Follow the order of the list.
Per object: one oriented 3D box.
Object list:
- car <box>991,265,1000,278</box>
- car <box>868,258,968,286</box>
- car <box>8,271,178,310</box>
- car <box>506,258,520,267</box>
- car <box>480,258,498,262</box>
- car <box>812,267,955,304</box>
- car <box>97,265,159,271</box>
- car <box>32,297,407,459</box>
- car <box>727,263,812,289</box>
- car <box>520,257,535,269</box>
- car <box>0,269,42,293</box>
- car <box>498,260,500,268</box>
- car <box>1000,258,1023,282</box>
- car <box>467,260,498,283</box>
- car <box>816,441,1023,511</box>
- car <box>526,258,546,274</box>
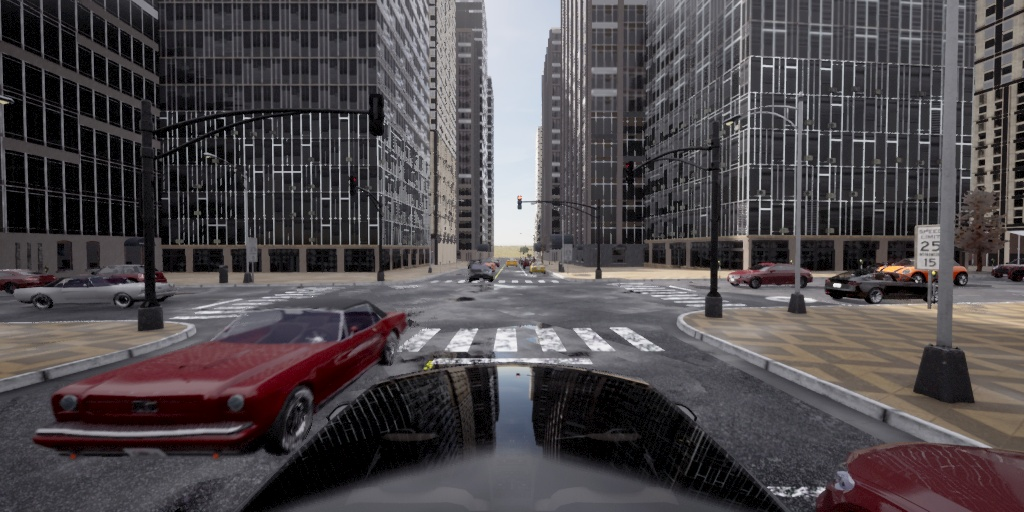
[{"bbox_3d":[37.693,0.865,26.122,4.097,1.591,1.967,0,0,-5],"label":"car"},{"bbox_3d":[25.340,0.904,22.359,4.553,1.767,2.097,0,1,-5],"label":"car"},{"bbox_3d":[-17.345,1.469,15.199,4.718,1.301,1.895,0,1,-6],"label":"car"},{"bbox_3d":[-0.025,1.178,65.005,1.882,1.535,5.008,0,0,0],"label":"car"},{"bbox_3d":[-3.114,1.078,42.698,2.097,1.767,4.553,0,0,0],"label":"car"},{"bbox_3d":[16.124,1.294,15.706,4.313,1.339,1.948,0,0,-5],"label":"car"},{"bbox_3d":[-22.578,1.215,20.541,4.097,1.591,1.967,0,0,-5],"label":"car"},{"bbox_3d":[-3.103,1.347,5.228,1.895,1.301,4.718,0,0,0],"label":"car"},{"bbox_3d":[15.392,1.135,21.449,4.674,1.442,1.812,0,1,-5],"label":"car"},{"bbox_3d":[2.710,1.028,55.027,2.192,1.841,5.009,0,0,0],"label":"car"},{"bbox_3d":[-28.204,1.390,20.016,4.207,1.307,1.802,0,0,-5],"label":"car"},{"bbox_3d":[-3.094,1.183,61.451,1.882,1.535,5.008,0,0,0],"label":"car"},{"bbox_3d":[35.349,0.846,23.279,4.553,1.767,2.097,0,1,-5],"label":"car"},{"bbox_3d":[-2.588,1.284,28.264,2.033,1.411,5.357,0,0,-8],"label":"car"},{"bbox_3d":[2.692,1.333,0.408,1.802,1.307,4.207,0,0,0],"label":"car"},{"bbox_3d":[2.806,1.254,39.946,1.751,1.417,4.829,0,0,0],"label":"car"}]
